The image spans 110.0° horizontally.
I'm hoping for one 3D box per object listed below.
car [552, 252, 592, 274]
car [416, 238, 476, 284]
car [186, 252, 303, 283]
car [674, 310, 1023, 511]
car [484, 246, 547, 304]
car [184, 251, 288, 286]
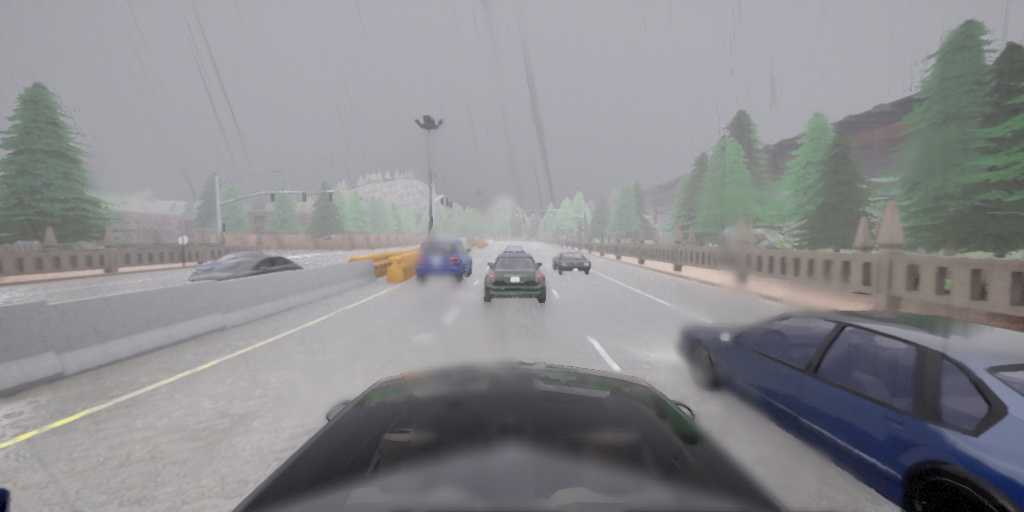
[{"bbox_3d":[3.638,0.390,22.722,1.895,1.301,4.718,0,3,0],"label":"car"},{"bbox_3d":[-3.380,0.228,18.796,2.150,2.045,5.566,0,3,0],"label":"car"},{"bbox_3d":[-10.588,0.746,14.605,1.837,1.490,4.892,0,3,0],"label":"car"},{"bbox_3d":[3.600,1.256,3.466,2.033,1.411,5.357,0,1,0],"label":"car"},{"bbox_3d":[0.105,0.645,13.650,2.097,1.767,4.553,0,3,0],"label":"car"},{"bbox_3d":[-14.063,0.537,18.713,1.812,1.442,4.674,0,3,0],"label":"car"}]
